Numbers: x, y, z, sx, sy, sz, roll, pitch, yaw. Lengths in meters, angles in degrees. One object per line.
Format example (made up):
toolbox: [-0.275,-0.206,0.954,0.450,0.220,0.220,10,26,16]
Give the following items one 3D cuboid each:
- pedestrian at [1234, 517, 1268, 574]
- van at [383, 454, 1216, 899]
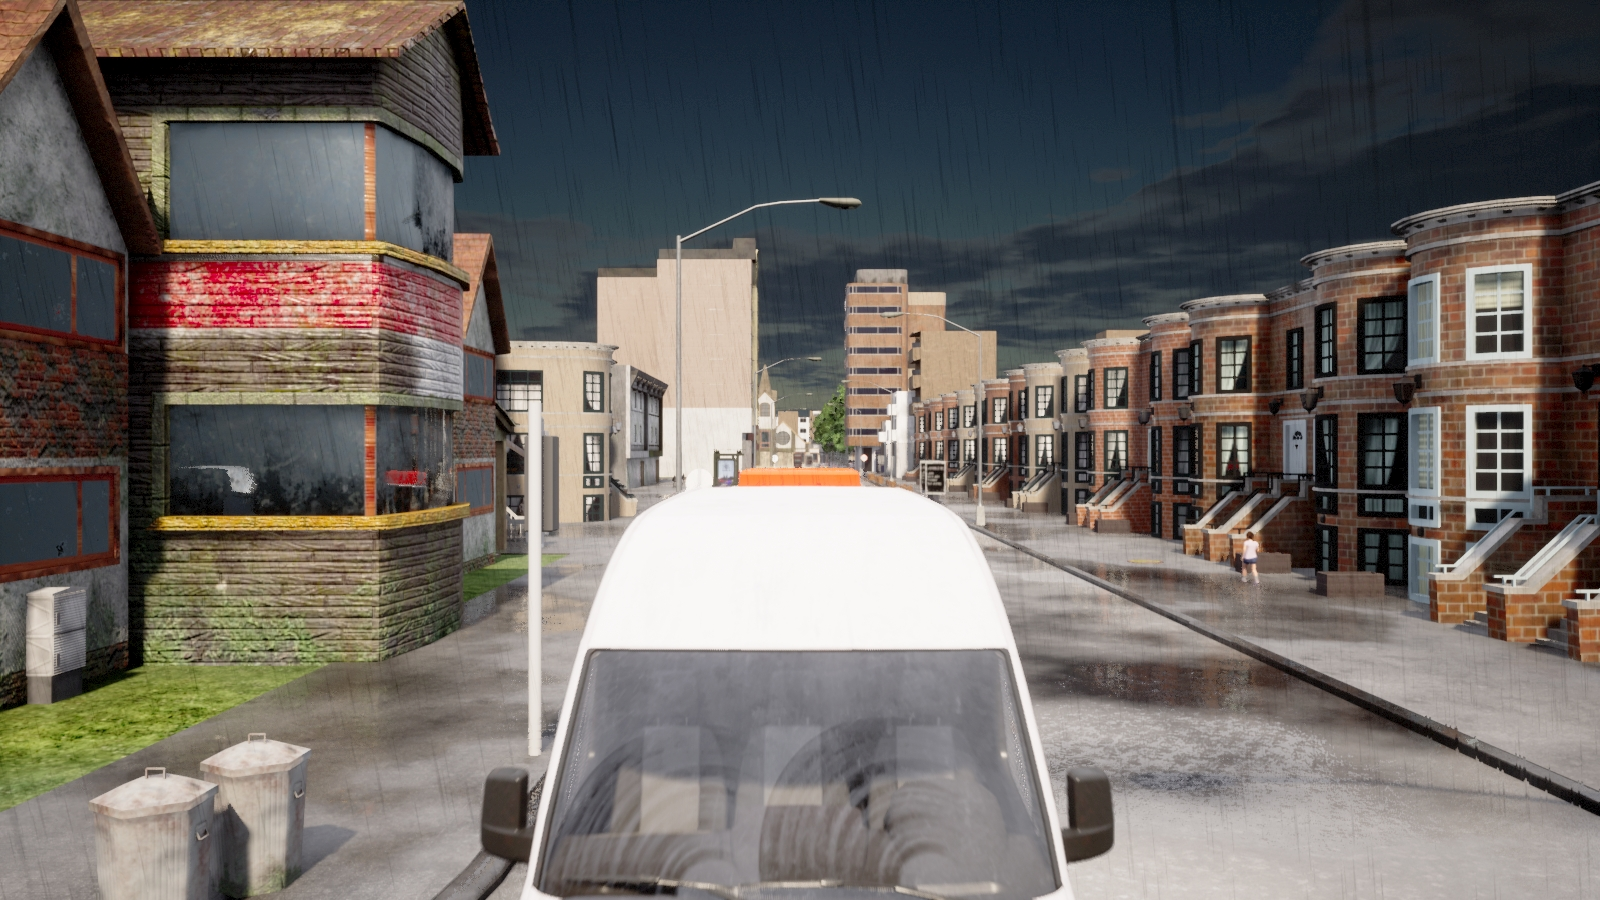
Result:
pedestrian: [9.049,1.904,22.922,0.500,1.100,0.500,0,0,1]
van: [-0.002,1.314,5.685,1.988,2.561,5.915,0,0,0]
